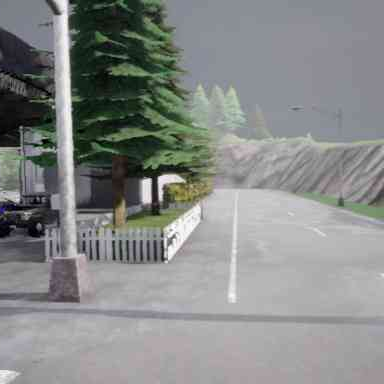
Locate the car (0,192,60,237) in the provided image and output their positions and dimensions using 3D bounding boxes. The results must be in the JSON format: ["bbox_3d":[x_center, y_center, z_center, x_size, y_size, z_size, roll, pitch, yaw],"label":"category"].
[{"bbox_3d":[-7.359,0.965,15.726,1.905,1.878,3.866,-1,2,7],"label":"car"}]
